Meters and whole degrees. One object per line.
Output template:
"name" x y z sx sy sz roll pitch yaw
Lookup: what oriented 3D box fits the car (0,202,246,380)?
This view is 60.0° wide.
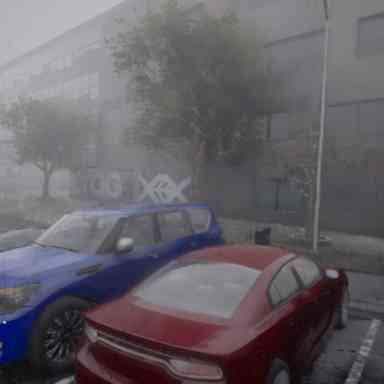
"car" -1.415 1.258 6.255 2.435 2.045 5.566 -1 0 35
